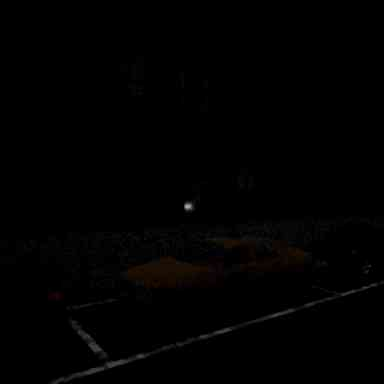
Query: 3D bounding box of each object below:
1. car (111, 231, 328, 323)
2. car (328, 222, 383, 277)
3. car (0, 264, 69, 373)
[{"bbox_3d":[0.717,1.574,7.267,4.829,1.417,1.752,1,0,-35],"label":"car"},{"bbox_3d":[5.450,1.676,10.635,4.313,1.339,1.947,1,0,-35],"label":"car"},{"bbox_3d":[-3.740,1.574,4.096,4.206,1.307,1.802,1,0,-35],"label":"car"}]
